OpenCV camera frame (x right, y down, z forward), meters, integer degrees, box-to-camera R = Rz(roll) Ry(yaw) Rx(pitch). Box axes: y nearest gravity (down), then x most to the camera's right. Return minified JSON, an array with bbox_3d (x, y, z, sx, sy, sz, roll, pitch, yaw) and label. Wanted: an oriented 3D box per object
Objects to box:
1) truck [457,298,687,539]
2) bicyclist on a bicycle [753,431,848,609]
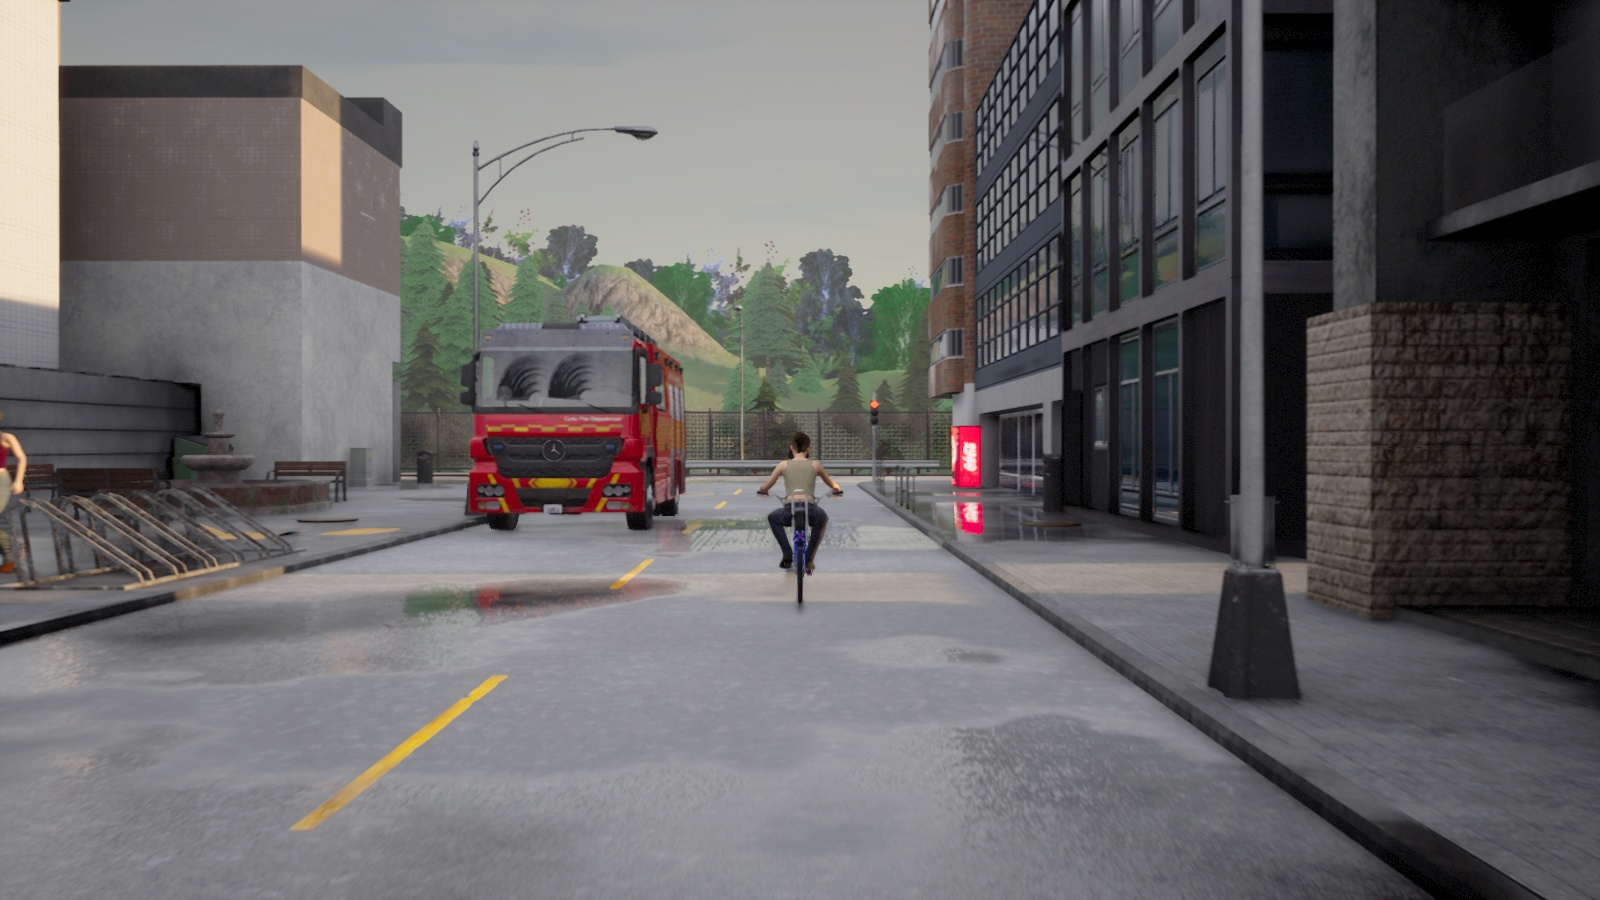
[{"bbox_3d":[-3.998,-0.517,24.175,2.891,3.827,8.468,0,0,0],"label":"truck"},{"bbox_3d":[0.003,0.635,12.193,0.866,1.612,1.509,0,0,0],"label":"bicyclist on a bicycle"}]
